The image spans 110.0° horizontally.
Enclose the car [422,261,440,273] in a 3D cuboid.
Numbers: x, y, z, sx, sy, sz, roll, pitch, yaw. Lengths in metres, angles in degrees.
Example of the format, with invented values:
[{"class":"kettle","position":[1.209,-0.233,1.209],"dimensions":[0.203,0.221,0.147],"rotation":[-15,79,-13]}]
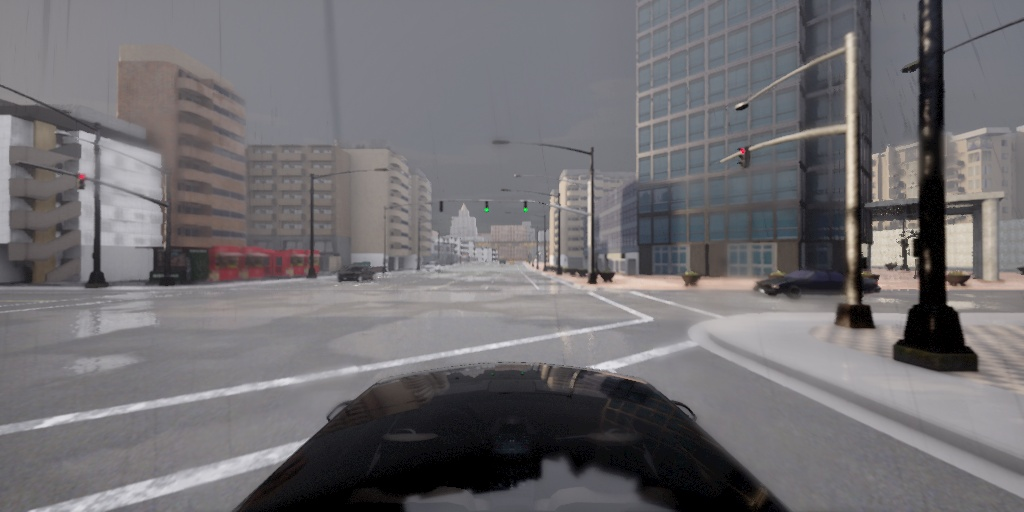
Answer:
[{"class":"car","position":[-14.000,1.954,62.587],"dimensions":[2.150,2.045,5.566],"rotation":[0,0,0]}]

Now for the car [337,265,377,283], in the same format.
[{"class":"car","position":[-13.970,1.609,32.513],"dimensions":[1.882,1.535,5.008],"rotation":[0,0,0]}]

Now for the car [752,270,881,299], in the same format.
[{"class":"car","position":[15.510,1.411,18.380],"dimensions":[5.357,1.411,2.033],"rotation":[0,0,1]}]
